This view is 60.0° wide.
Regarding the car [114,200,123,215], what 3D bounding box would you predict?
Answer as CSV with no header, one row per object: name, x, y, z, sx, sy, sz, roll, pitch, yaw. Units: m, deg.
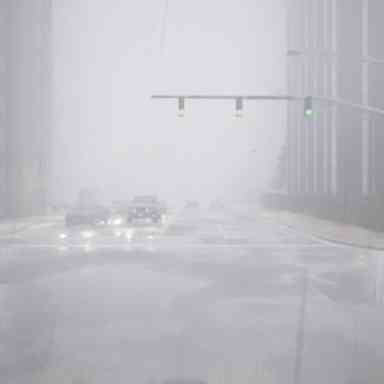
car,-7.096,1.515,32.453,2.128,1.511,4.902,0,0,0

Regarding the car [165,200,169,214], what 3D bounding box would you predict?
car,-3.590,1.504,36.053,1.882,1.535,5.008,0,0,0

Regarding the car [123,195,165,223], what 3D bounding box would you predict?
car,-3.606,1.241,26.058,2.150,2.045,5.566,0,0,0

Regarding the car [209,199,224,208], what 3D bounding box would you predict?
car,3.497,1.636,47.607,1.895,1.301,4.718,0,0,0

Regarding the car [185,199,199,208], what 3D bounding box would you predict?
car,-0.005,1.636,47.918,1.895,1.301,4.718,0,0,0

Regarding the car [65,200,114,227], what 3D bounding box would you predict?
car,-7.105,1.494,22.966,1.882,1.535,5.008,0,0,0
